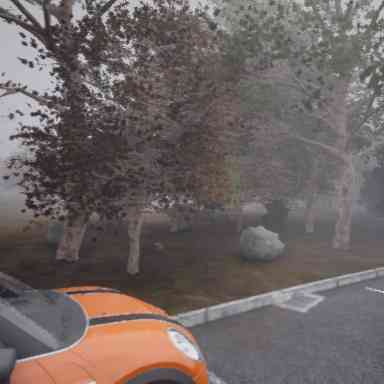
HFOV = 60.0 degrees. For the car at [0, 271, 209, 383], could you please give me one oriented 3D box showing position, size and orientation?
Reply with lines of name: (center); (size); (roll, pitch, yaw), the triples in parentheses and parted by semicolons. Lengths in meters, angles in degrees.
car: (-2.057, 1.353, 2.595); (4.553, 1.767, 2.185); (0, 0, -33)
